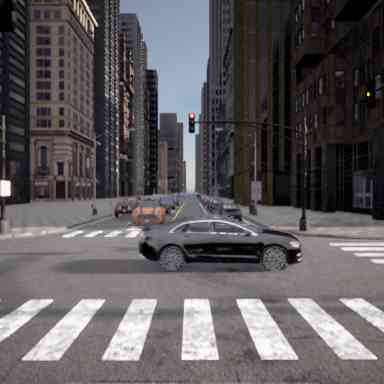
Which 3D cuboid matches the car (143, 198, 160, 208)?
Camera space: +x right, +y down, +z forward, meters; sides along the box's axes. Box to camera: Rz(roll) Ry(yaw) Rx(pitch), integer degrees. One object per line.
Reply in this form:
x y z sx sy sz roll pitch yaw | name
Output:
-5.767 1.564 47.782 1.802 1.307 4.206 0 0 0 | car

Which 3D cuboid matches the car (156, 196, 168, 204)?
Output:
-5.768 1.508 64.535 1.752 1.417 4.829 0 0 0 | car

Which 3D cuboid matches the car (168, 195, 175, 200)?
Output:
-5.770 1.519 92.738 1.752 1.417 4.829 0 0 0 | car

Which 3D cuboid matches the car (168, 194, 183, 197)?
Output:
-3.019 1.473 53.095 2.128 1.511 4.902 0 0 0 | car

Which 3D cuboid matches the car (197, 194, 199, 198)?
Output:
2.757 1.530 75.995 1.887 1.381 4.507 0 0 0 | car

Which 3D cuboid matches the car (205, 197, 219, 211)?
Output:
2.759 1.535 36.511 2.008 1.369 4.403 0 0 0 | car

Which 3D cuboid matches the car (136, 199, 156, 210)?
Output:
-5.767 1.549 42.143 1.947 1.339 4.313 0 0 0 | car

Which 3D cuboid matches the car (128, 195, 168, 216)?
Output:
-3.042 1.341 24.181 2.097 1.767 4.553 0 0 -2 | car

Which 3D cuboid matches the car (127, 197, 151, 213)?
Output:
-5.767 1.425 36.502 1.967 1.590 4.097 0 0 0 | car

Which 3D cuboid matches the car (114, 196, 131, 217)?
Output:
-5.766 1.301 30.860 2.192 1.841 5.009 0 0 0 | car

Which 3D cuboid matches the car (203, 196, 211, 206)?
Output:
2.758 1.528 42.152 1.887 1.381 4.507 0 0 0 | car

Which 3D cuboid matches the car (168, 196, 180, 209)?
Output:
-3.079 1.531 42.982 2.033 1.411 5.357 0 0 0 | car

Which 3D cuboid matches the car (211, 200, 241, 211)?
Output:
2.759 1.539 25.230 2.008 1.369 4.403 0 0 0 | car

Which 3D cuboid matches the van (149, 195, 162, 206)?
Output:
-5.768 1.323 53.423 1.690 1.788 3.998 0 0 0 | van

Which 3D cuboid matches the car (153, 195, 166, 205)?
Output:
-5.768 1.422 59.064 1.967 1.590 4.097 0 0 0 | car

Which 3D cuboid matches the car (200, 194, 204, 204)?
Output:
2.758 1.422 53.433 1.967 1.590 4.097 0 0 0 | car

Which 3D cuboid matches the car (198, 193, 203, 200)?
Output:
2.757 1.422 64.714 1.967 1.590 4.097 0 0 0 | car

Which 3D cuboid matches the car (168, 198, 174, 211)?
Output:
-3.094 1.587 33.228 1.895 1.301 4.718 0 0 0 | car

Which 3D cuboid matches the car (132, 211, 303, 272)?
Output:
0.814 1.484 10.160 4.902 1.511 2.128 0 0 0 | car

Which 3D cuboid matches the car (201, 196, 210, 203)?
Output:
2.757 1.509 70.524 1.752 1.417 4.829 0 0 0 | car
